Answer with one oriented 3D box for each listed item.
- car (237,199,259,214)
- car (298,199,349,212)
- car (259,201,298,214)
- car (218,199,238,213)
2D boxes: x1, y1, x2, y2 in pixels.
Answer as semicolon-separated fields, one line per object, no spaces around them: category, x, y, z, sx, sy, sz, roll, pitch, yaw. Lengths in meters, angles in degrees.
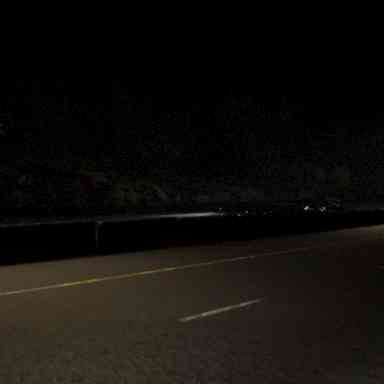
car;7.746;1.620;35.263;5.357;1.411;2.033;0;0;-35
car;12.047;1.424;29.729;4.553;1.767;2.097;0;0;-35
car;8.811;1.638;31.724;4.181;1.385;1.994;0;0;-35
car;5.109;1.565;37.681;4.902;1.511;2.128;0;0;-35
